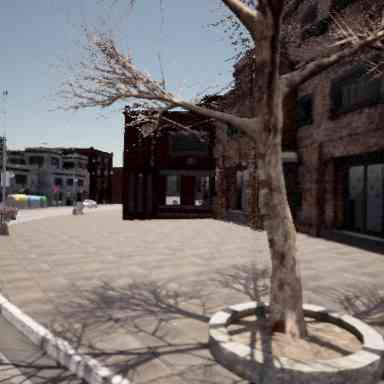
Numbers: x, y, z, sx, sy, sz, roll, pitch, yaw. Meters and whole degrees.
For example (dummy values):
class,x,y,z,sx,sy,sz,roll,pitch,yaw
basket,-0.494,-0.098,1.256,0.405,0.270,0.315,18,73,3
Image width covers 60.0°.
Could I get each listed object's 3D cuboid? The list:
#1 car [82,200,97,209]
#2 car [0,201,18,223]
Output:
class,x,y,z,sx,sy,sz,roll,pitch,yaw
car,-17.912,2.074,57.097,1.812,1.442,4.674,1,-1,8
car,-16.069,1.524,27.303,2.097,1.767,4.553,1,-1,-9
